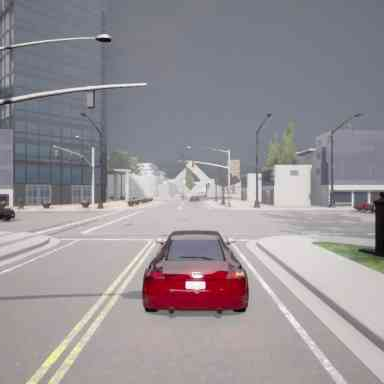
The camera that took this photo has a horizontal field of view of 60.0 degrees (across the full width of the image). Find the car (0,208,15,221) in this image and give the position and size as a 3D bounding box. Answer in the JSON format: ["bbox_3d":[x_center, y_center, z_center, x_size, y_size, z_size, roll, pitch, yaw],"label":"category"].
[{"bbox_3d":[-16.602,1.587,26.151,5.008,1.535,1.882,-1,0,0],"label":"car"}]

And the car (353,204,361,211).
[{"bbox_3d":[20.656,1.553,37.139,4.718,1.301,1.895,0,0,0],"label":"car"}]

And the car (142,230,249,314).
[{"bbox_3d":[0.074,1.564,7.695,1.994,1.385,4.181,0,0,0],"label":"car"}]

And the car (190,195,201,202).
[{"bbox_3d":[0.772,1.524,77.317,1.812,1.442,4.674,0,0,12],"label":"car"}]

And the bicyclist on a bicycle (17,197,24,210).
[{"bbox_3d":[-21.982,1.466,42.585,0.582,1.620,1.656,-1,0,0],"label":"bicyclist on a bicycle"}]

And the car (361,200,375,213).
[{"bbox_3d":[20.214,1.553,33.644,4.718,1.301,1.895,0,0,0],"label":"car"}]
